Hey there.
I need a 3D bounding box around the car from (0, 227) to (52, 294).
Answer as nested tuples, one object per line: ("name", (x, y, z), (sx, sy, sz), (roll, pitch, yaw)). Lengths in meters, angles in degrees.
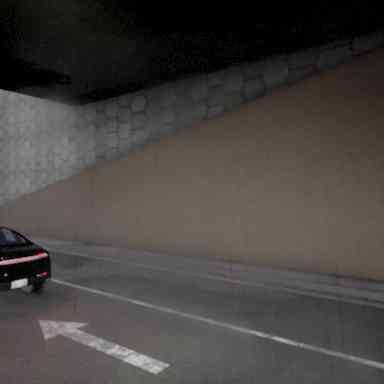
("car", (-5.233, 1.532, 7.702), (4.902, 1.511, 2.128), (0, 0, 36))
